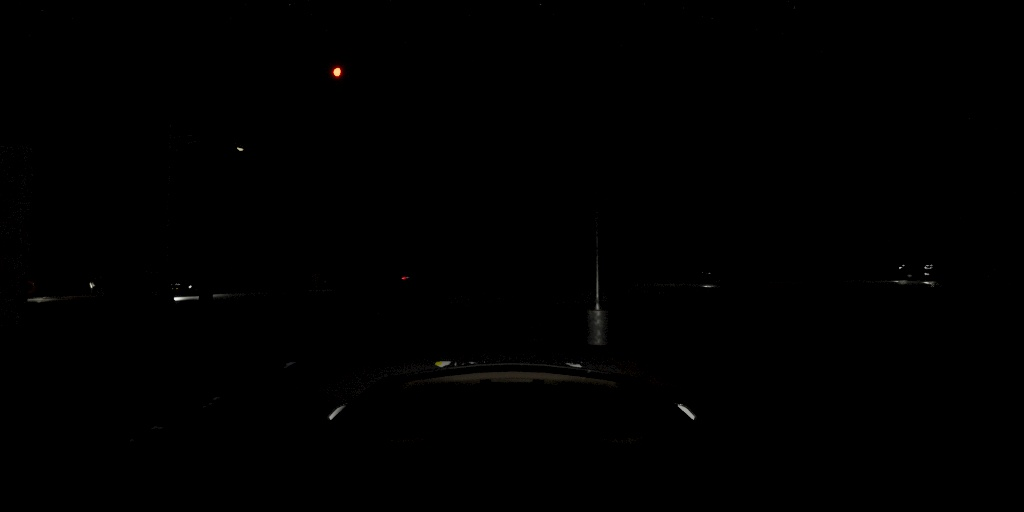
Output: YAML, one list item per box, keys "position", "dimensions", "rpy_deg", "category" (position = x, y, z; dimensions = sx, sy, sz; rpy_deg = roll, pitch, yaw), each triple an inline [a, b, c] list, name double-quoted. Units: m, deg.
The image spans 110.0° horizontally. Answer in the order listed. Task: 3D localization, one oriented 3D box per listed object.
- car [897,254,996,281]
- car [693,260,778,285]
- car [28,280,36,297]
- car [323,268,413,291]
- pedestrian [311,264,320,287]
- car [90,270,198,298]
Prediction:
- position: [28.181, 0.685, 23.405]
  dimensions: [4.553, 1.767, 2.097]
  rpy_deg: [-1, -2, 0]
  category: "car"
- position: [14.486, 1.029, 23.429]
  dimensions: [5.008, 1.535, 1.882]
  rpy_deg: [-1, -2, 0]
  category: "car"
- position: [-29.645, 1.582, 19.851]
  dimensions: [5.008, 1.535, 1.882]
  rpy_deg: [-1, -2, 0]
  category: "car"
- position: [-9.329, 1.507, 23.492]
  dimensions: [5.357, 1.411, 2.033]
  rpy_deg: [-1, -2, 0]
  category: "car"
- position: [-15.055, 1.466, 27.413]
  dimensions: [0.375, 1.860, 0.375]
  rpy_deg: [0, -1, 0]
  category: "pedestrian"
- position: [-20.221, 1.494, 19.822]
  dimensions: [4.892, 1.490, 1.837]
  rpy_deg: [-1, -2, 0]
  category: "car"
